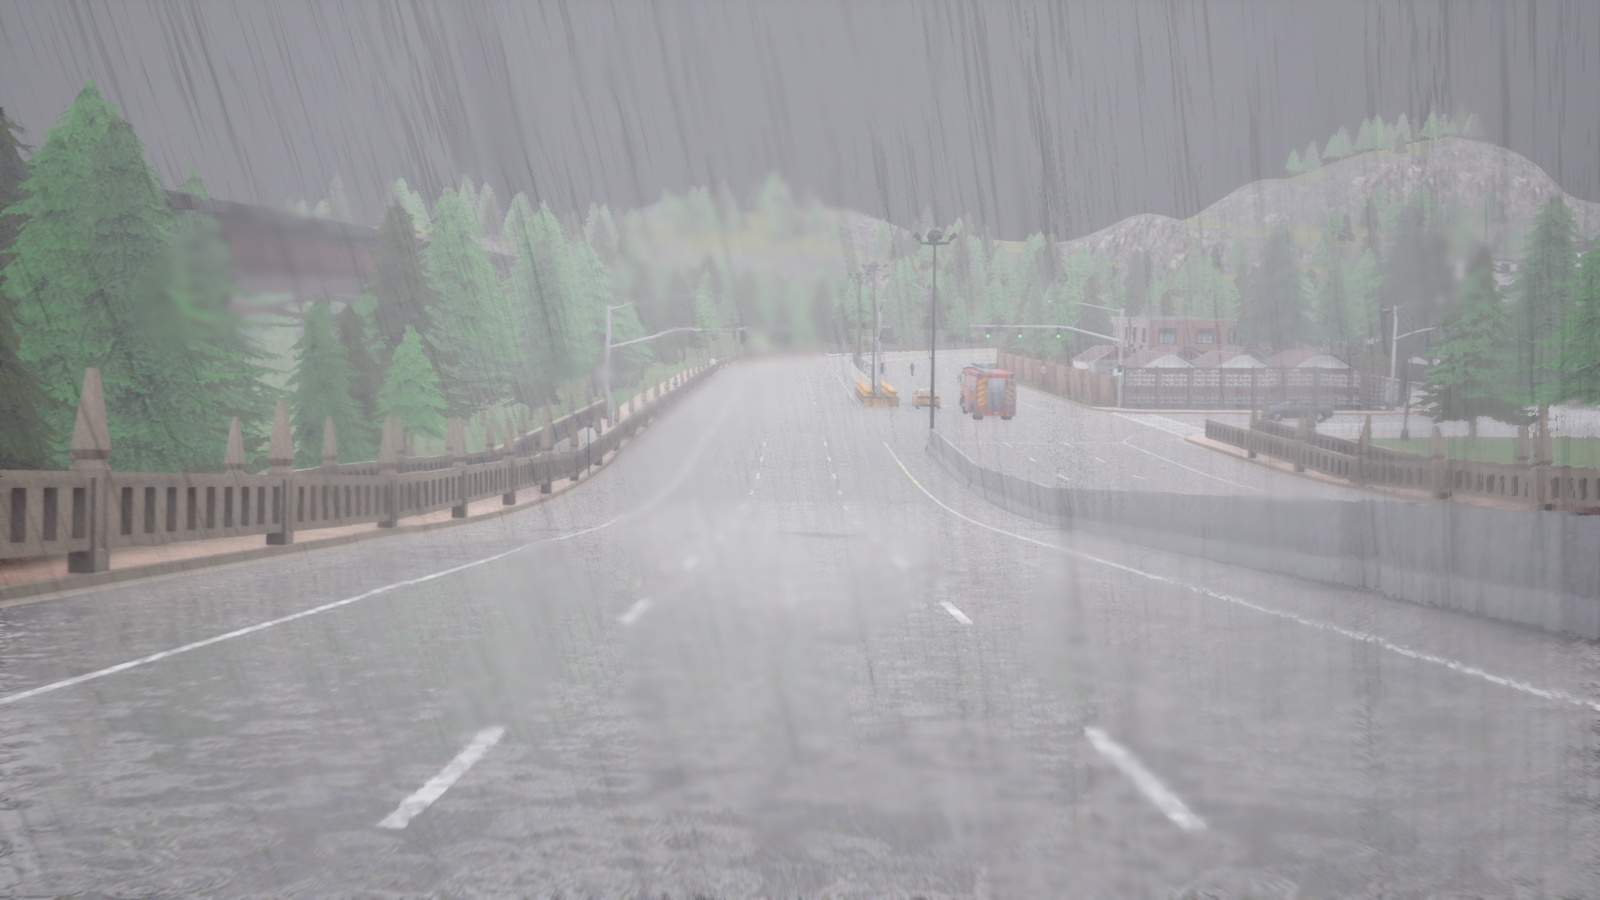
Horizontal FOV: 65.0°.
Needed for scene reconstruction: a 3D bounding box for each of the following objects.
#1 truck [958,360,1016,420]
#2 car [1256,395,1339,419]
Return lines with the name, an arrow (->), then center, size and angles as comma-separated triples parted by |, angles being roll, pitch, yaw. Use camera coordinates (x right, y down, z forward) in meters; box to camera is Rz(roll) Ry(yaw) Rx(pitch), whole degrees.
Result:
truck -> 13.539, -4.468, 91.605 | 2.891, 3.827, 8.468 | 0, 6, 0
car -> 34.900, -3.042, 88.191 | 4.902, 1.511, 2.128 | 0, 6, 1
